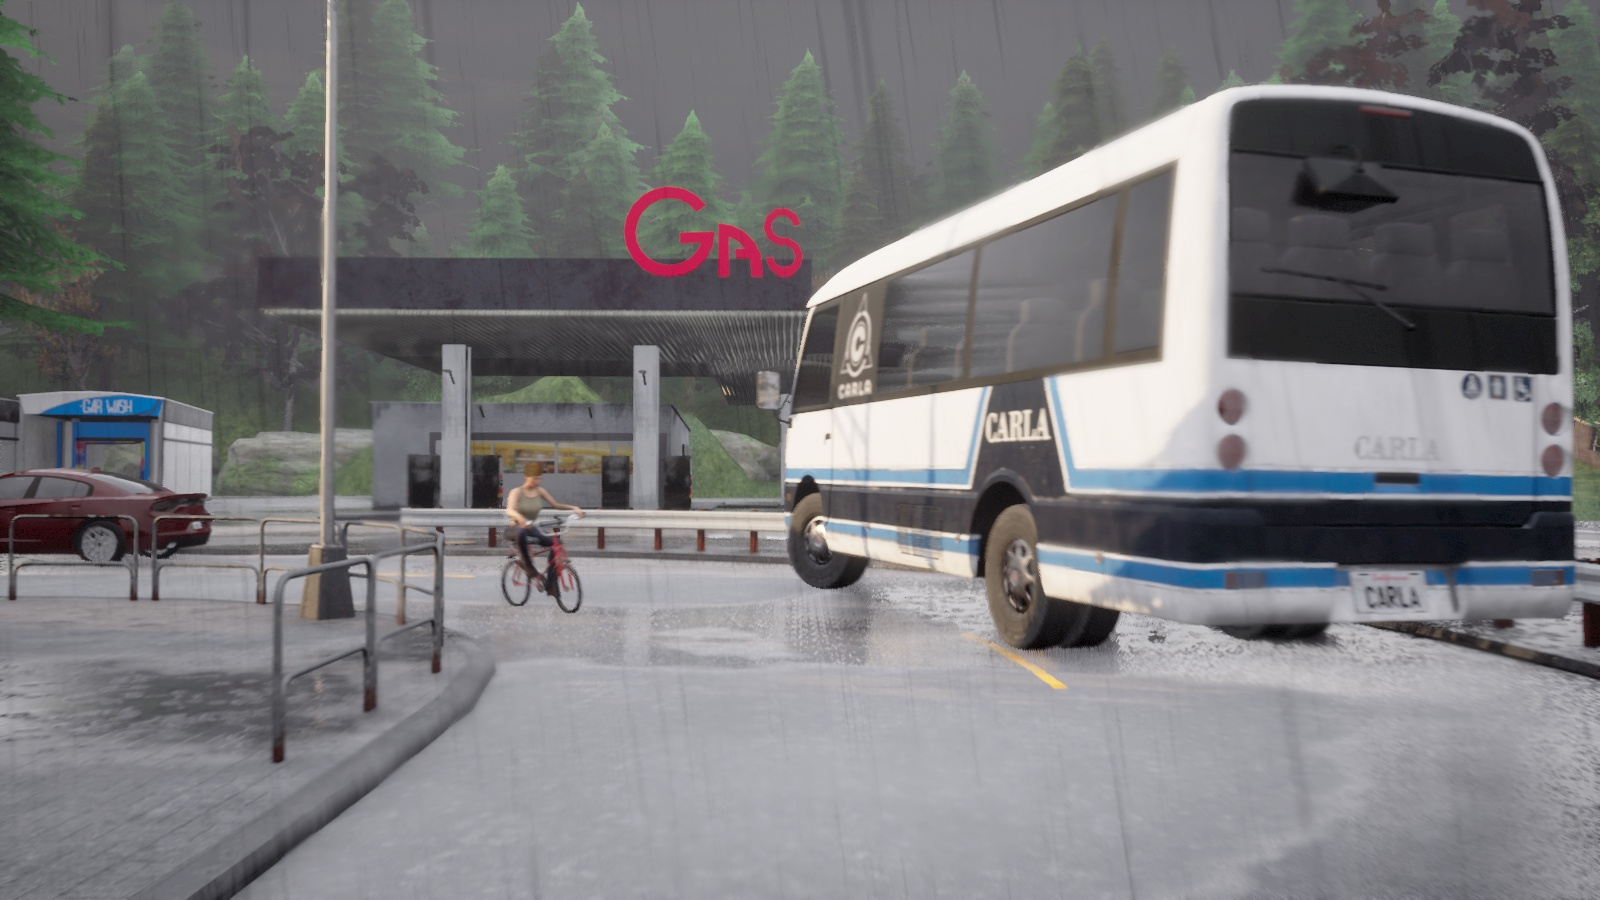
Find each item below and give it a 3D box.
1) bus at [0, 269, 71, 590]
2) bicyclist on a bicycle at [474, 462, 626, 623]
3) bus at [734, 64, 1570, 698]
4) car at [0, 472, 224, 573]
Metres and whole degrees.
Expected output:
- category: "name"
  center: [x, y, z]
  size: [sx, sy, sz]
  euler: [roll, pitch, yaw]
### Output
- category: "bus"
  center: [-15.723, -0.260, 16.247]
  size: [10.273, 4.253, 3.944]
  euler: [0, -1, 0]
- category: "bicyclist on a bicycle"
  center: [-2.747, 0.965, 13.736]
  size: [1.509, 1.612, 0.866]
  euler: [-1, 1, 43]
- category: "bus"
  center: [2.463, -0.366, 13.891]
  size: [3.944, 4.253, 10.273]
  euler: [1, -1, -17]
- category: "car"
  center: [-12.221, 1.140, 20.261]
  size: [5.008, 1.535, 1.882]
  euler: [0, -1, 1]
